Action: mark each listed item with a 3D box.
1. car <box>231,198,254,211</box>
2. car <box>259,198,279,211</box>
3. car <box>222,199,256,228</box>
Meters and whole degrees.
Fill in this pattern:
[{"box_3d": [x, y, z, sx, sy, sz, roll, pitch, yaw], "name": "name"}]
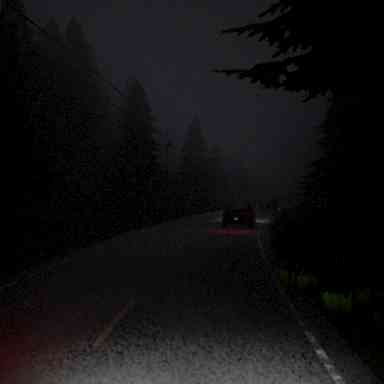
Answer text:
[{"box_3d": [6.426, 1.549, 42.076, 1.994, 1.385, 4.181, 0, 0, 23], "name": "car"}, {"box_3d": [9.299, 1.489, 40.031, 2.128, 1.511, 4.902, 0, 0, 22], "name": "car"}, {"box_3d": [3.273, 1.469, 22.628, 1.882, 1.535, 5.008, 0, 0, 14], "name": "car"}]
